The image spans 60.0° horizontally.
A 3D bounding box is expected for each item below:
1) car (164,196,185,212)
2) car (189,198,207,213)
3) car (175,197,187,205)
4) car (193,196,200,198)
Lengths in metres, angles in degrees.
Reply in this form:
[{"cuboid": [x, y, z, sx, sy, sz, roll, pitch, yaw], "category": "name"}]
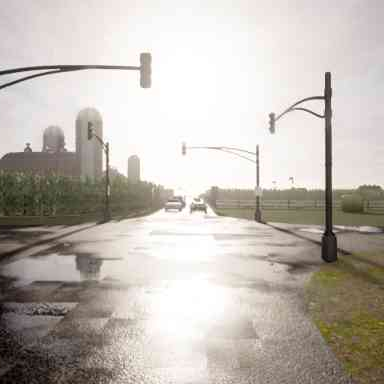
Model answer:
[{"cuboid": [-2.197, 1.564, 40.094, 1.812, 1.442, 4.674, 0, 0, 1], "category": "car"}, {"cuboid": [0.699, 1.636, 37.585, 1.895, 1.301, 4.718, 0, 0, 1], "category": "car"}, {"cuboid": [-1.951, 1.620, 60.102, 2.033, 1.411, 5.357, 0, 0, 1], "category": "car"}, {"cuboid": [1.093, 1.723, 80.184, 1.895, 1.301, 4.718, 0, 0, 1], "category": "car"}]
